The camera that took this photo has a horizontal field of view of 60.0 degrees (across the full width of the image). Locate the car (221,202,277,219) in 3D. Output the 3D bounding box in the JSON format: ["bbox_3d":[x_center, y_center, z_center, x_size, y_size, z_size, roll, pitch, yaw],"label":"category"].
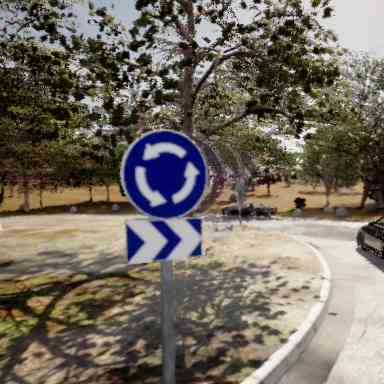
[{"bbox_3d":[4.708,1.537,28.170,1.895,1.301,4.718,-1,-1,-41],"label":"car"}]

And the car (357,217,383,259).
[{"bbox_3d":[6.645,1.389,10.347,1.994,1.385,4.181,-1,0,13],"label":"car"}]
